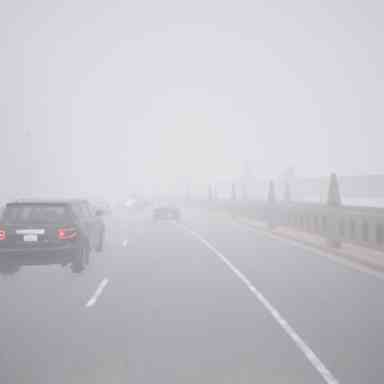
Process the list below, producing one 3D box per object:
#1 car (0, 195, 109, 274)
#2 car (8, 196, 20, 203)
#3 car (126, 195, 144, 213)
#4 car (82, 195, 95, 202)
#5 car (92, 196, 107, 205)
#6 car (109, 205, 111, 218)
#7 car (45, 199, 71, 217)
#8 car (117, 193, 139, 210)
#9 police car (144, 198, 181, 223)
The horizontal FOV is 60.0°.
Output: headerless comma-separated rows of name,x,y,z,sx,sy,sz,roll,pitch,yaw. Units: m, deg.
car,-4.234,1.205,10.734,2.150,2.045,5.566,0,0,-7
car,-37.068,1.541,69.269,1.994,1.385,4.181,0,0,-25
car,-5.372,1.420,35.253,1.837,1.490,4.892,0,0,-20
car,-21.536,1.301,69.126,2.033,1.411,5.357,0,0,-25
car,-15.827,1.438,56.816,1.812,1.442,4.674,0,0,-25
car,-8.083,1.551,28.900,1.895,1.301,4.718,0,0,-17
car,-12.943,1.459,32.319,2.128,1.511,4.902,0,0,-19
car,-7.833,1.131,41.412,2.150,2.045,5.566,0,0,-24
police car,-2.174,1.358,24.839,1.930,1.638,5.238,0,0,-14
